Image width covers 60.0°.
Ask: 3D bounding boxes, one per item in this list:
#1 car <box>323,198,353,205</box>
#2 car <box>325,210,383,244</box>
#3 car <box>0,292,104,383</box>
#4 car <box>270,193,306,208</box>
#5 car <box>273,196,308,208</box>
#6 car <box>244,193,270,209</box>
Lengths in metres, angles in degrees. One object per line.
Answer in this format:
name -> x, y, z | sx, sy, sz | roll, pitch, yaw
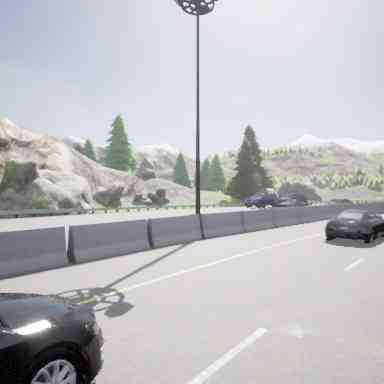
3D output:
car -> 17.411, 1.500, 39.550 | 4.892, 1.490, 1.837 | 0, 0, -39
car -> 8.054, 1.561, 16.112 | 1.994, 1.385, 4.181 | 0, 0, 42
car -> -2.913, 1.504, 2.483 | 1.837, 1.490, 4.892 | 0, 0, 35
car -> 13.657, 1.217, 45.523 | 5.566, 2.045, 2.150 | 0, 0, -38
car -> 12.005, 1.559, 39.624 | 4.181, 1.385, 1.994 | 0, 0, -40
car -> 9.799, 1.218, 46.902 | 5.566, 2.045, 2.150 | 0, 0, -39
